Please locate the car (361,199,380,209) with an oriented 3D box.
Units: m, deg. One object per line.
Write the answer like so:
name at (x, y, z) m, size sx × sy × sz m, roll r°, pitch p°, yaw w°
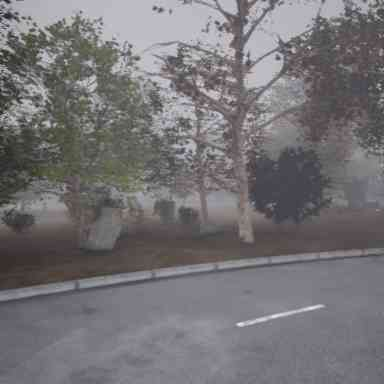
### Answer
car at (25.740, 1.715, 48.137) m, size 2.033 × 1.411 × 5.357 m, roll 0°, pitch 0°, yaw 20°
